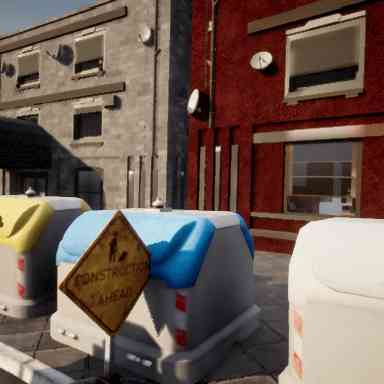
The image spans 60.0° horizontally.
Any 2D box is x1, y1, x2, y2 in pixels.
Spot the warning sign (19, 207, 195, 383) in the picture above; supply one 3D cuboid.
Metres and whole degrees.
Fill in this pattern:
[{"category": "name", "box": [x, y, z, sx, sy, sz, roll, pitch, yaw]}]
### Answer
[{"category": "warning sign", "box": [-0.818, 1.113, 3.421, 1.060, 1.860, 1.300, 2, -1, 35]}]
